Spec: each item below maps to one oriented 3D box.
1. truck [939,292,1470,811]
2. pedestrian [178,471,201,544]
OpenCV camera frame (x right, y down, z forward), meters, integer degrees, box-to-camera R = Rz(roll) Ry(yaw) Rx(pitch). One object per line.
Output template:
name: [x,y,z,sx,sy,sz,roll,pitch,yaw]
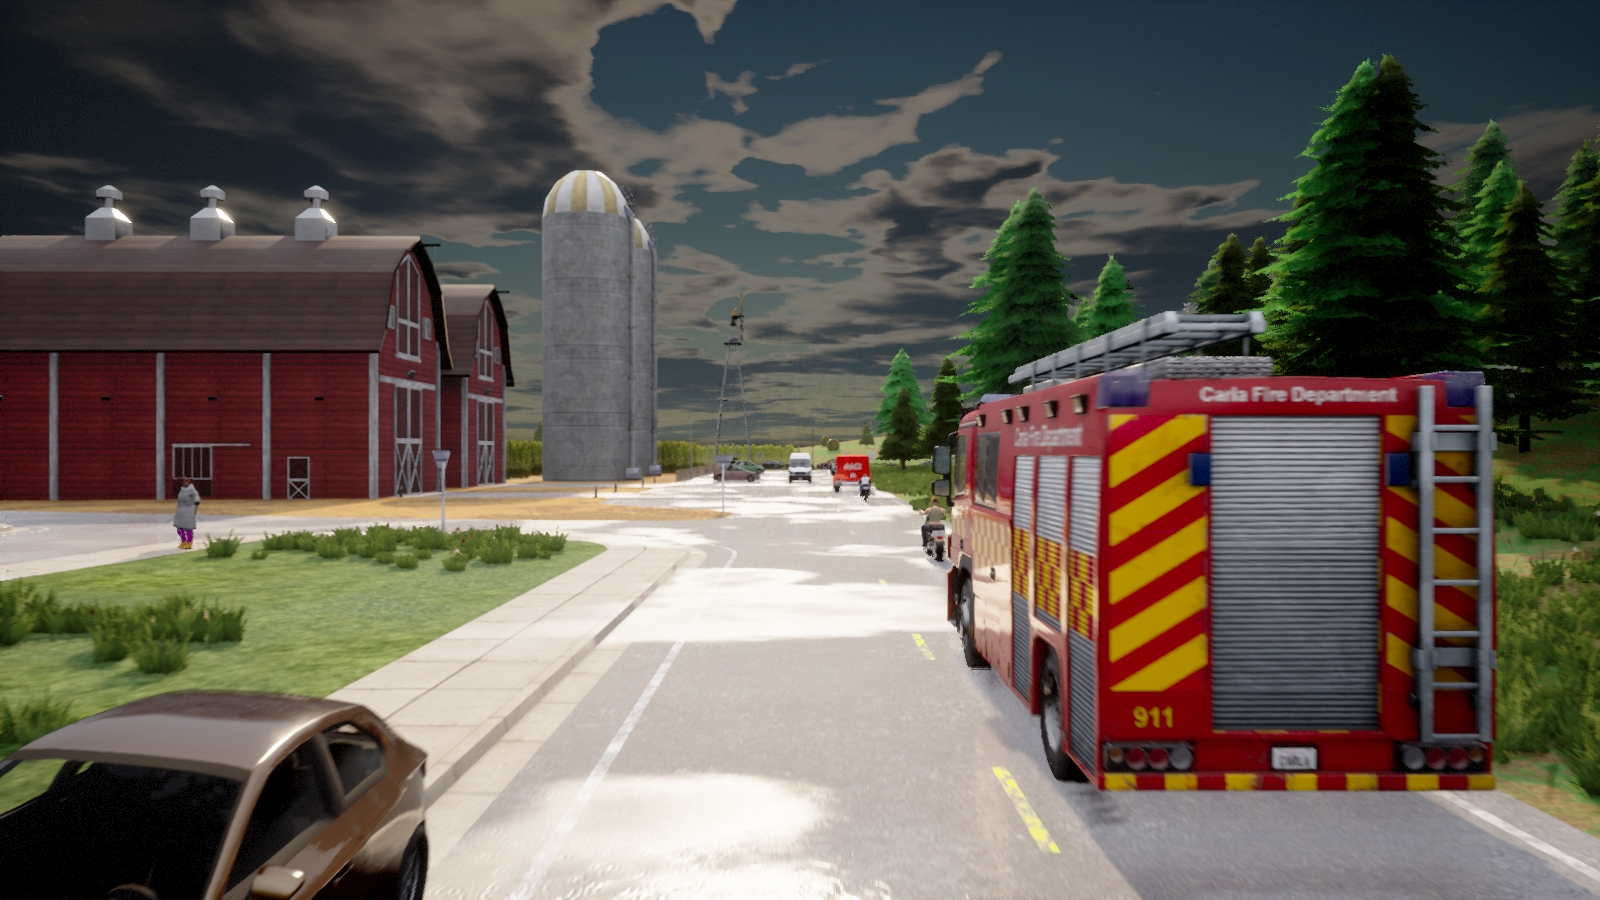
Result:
truck: [3.496,0.750,12.656,2.891,3.827,8.468,0,0,0]
pedestrian: [-15.716,1.470,29.417,0.375,1.860,0.375,0,0,18]
